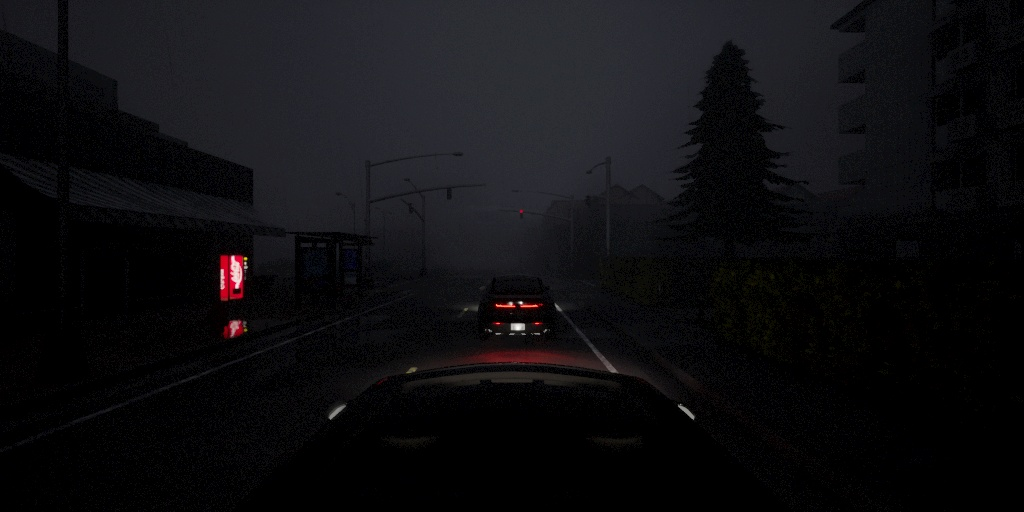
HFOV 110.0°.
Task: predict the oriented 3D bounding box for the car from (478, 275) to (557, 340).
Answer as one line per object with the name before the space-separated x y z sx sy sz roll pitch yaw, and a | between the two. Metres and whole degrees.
car | 0.118 1.255 10.022 1.837 1.490 4.892 0 0 0
